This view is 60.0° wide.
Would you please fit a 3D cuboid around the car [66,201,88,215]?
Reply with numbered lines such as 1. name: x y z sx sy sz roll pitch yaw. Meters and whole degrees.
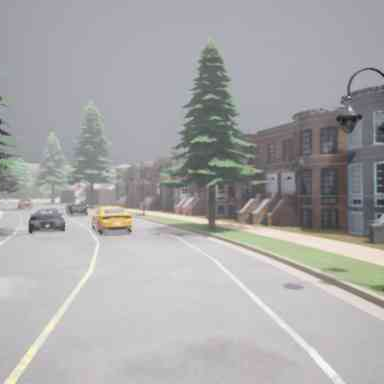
1. car: -13.073 1.807 37.603 2.128 1.511 4.902 0 0 -27

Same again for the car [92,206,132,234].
1. car: -5.085 1.632 20.778 1.882 1.535 5.008 0 0 -23

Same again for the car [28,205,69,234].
1. car: -9.083 1.756 20.860 1.994 1.385 4.181 0 0 -24

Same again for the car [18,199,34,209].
1. car: -28.795 1.918 57.625 2.097 1.767 4.553 0 0 -32
